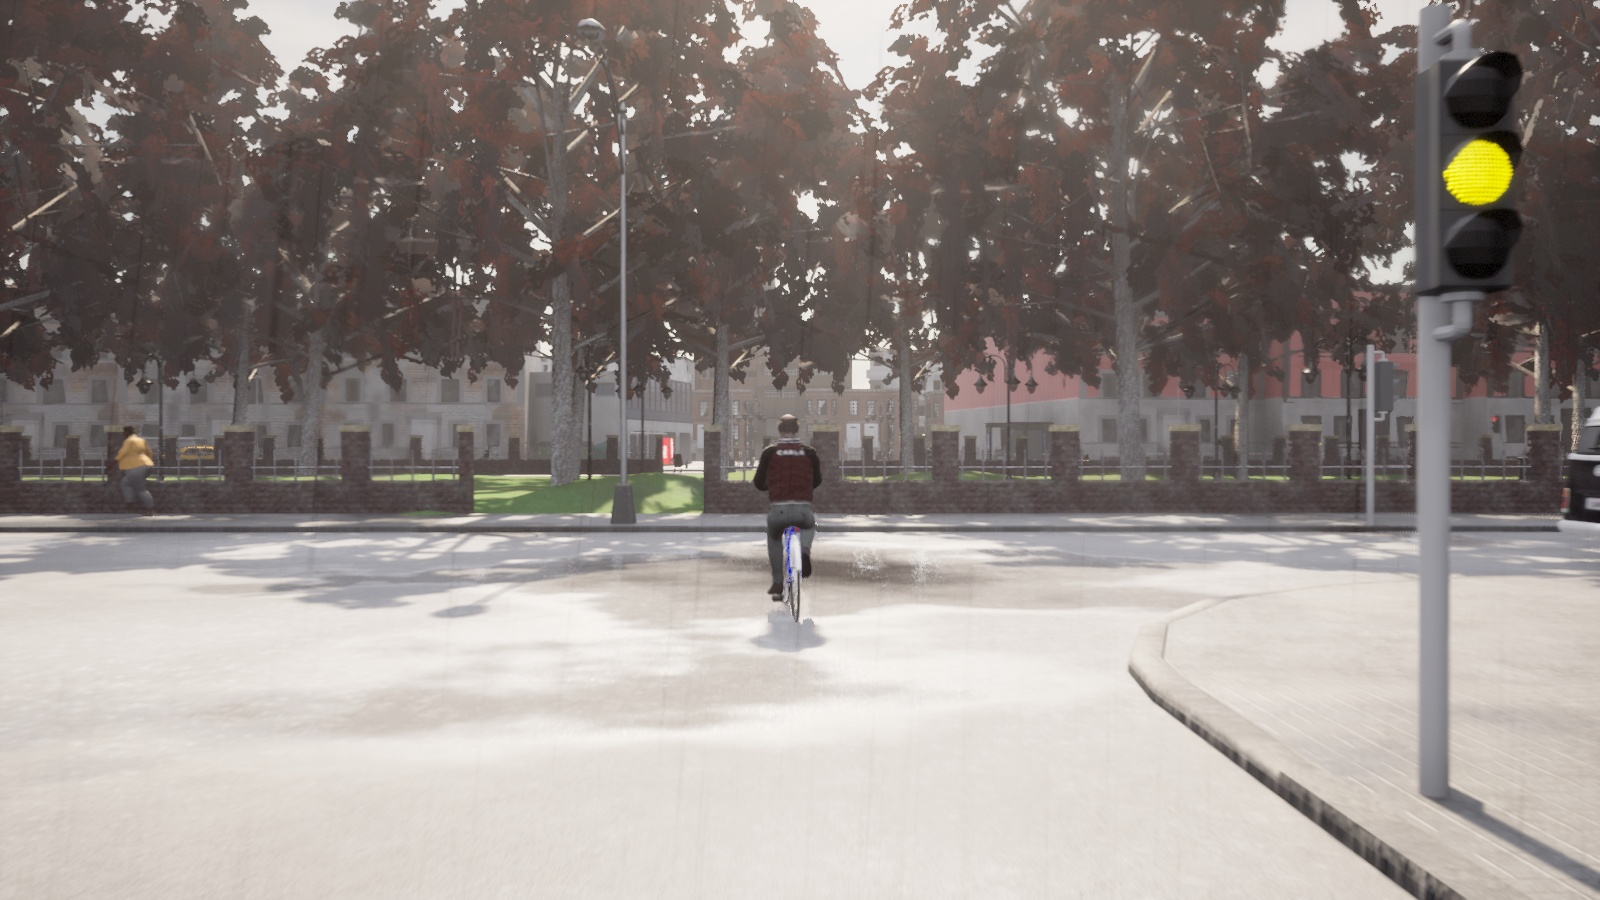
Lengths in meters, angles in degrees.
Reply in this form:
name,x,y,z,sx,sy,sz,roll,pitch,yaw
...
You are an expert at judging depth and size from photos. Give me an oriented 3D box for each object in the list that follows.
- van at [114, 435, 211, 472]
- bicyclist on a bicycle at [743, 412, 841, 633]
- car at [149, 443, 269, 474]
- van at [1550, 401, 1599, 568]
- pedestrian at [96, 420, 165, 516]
name,x,y,z,sx,sy,sz,roll,pitch,yaw
van,-34.888,0.203,68.786,4.442,1.987,1.775,0,0,0
bicyclist on a bicycle,-0.107,0.574,11.072,0.659,1.776,1.843,-1,1,-6
car,-30.426,0.409,64.771,5.366,1.575,1.801,0,0,0
van,11.999,0.420,15.291,4.480,2.038,2.069,0,0,0
pedestrian,-13.190,0.349,24.766,0.900,1.855,0.874,0,0,0
